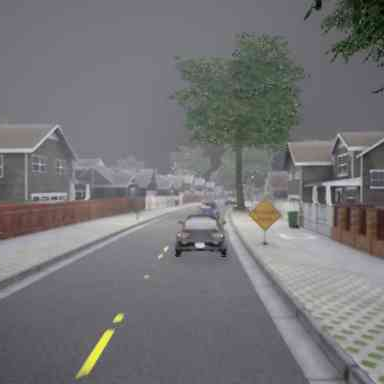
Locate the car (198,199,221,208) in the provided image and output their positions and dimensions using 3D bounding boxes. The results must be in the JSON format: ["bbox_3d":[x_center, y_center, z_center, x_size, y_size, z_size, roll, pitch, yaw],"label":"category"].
[{"bbox_3d":[1.426,1.635,28.149,1.812,1.442,4.674,0,0,6],"label":"car"}]

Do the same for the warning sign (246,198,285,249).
[{"bbox_3d":[2.827,1.162,12.882,1.300,1.860,1.060,0,0,3],"label":"warning sign"}]

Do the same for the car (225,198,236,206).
[{"bbox_3d":[7.215,1.828,62.211,1.812,1.442,4.674,0,0,11],"label":"car"}]

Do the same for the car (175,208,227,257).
[{"bbox_3d":[0.396,1.573,13.161,1.812,1.442,4.674,0,0,3],"label":"car"}]
